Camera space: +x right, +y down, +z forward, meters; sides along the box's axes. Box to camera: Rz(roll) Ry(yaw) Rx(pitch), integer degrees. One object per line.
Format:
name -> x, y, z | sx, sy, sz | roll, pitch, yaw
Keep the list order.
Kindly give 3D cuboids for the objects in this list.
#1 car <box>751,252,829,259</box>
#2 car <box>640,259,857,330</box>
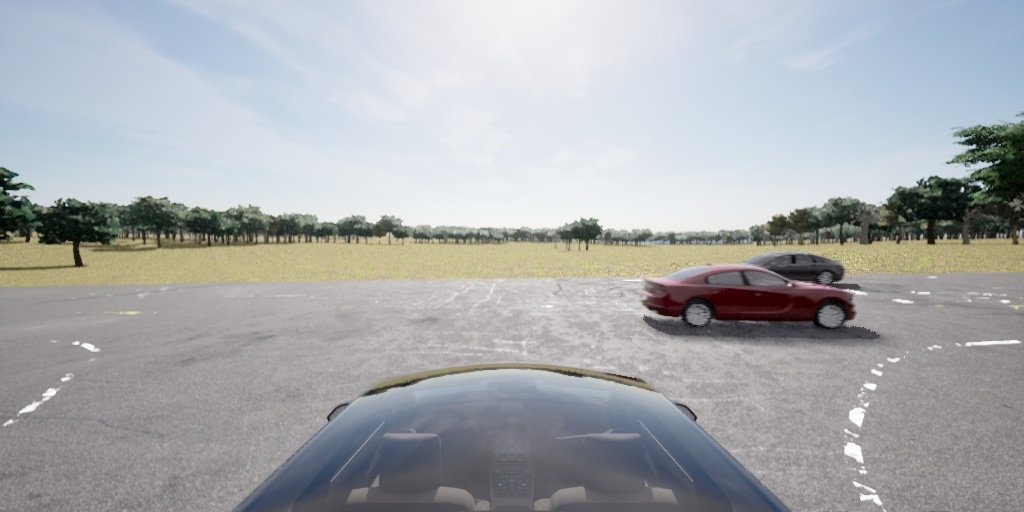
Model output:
car -> 11.882, 0.592, 16.067 | 4.892, 1.490, 1.837 | -2, 3, 5
car -> 6.061, 0.966, 9.545 | 5.008, 1.535, 1.882 | 0, 3, 5
